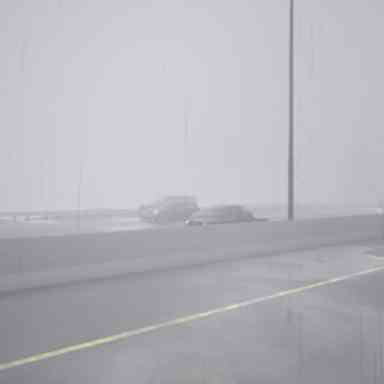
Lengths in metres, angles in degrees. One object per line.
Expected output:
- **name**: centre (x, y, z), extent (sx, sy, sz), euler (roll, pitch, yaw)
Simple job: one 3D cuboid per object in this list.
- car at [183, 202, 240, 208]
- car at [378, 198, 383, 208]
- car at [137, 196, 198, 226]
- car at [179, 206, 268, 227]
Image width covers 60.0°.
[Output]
- **car**: centre (2.100, 1.594, 22.674), extent (4.892, 1.490, 1.837), euler (0, 0, -35)
- **car**: centre (31.290, 1.551, 51.977), extent (5.566, 2.045, 2.150), euler (0, 0, -35)
- **car**: centre (-1.447, 1.431, 24.444), extent (4.553, 1.767, 2.097), euler (0, 0, -35)
- **car**: centre (1.922, 1.673, 18.251), extent (4.718, 1.301, 1.895), euler (0, 0, -35)
